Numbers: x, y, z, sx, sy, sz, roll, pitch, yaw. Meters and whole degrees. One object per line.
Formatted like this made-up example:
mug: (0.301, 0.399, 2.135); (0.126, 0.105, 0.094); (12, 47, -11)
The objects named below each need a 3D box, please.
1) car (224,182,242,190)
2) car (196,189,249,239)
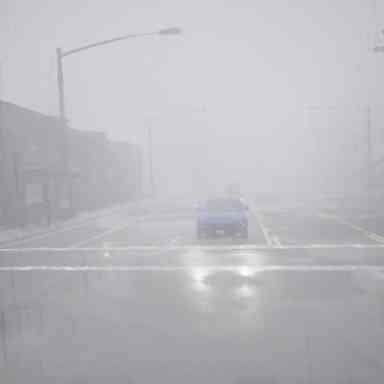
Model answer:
car: (4.899, -0.364, 39.674); (2.097, 1.767, 4.553); (-2, 2, 8)
car: (1.315, 0.943, 13.862); (1.882, 1.535, 5.008); (-2, 3, 8)
